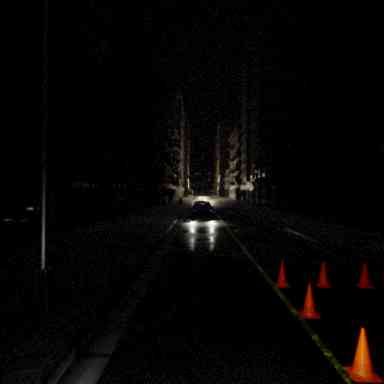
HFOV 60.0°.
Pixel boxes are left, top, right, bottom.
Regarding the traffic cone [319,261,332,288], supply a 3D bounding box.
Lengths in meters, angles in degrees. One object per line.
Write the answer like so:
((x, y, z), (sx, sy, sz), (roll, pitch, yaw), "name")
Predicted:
((3.206, 1.993, 8.126), (0.340, 0.580, 0.340), (1, 0, 1), "traffic cone")

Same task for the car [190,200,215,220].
((0.889, 1.485, 28.887), (1.882, 1.535, 5.008), (1, 0, 1), "car")

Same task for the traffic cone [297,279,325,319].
((2.167, 1.981, 6.146), (0.340, 0.580, 0.340), (1, 0, 1), "traffic cone")

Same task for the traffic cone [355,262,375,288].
((4.206, 2.005, 8.106), (0.340, 0.580, 0.340), (1, 0, 1), "traffic cone")

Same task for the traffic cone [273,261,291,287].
((2.206, 1.982, 8.145), (0.340, 0.580, 0.340), (1, 0, 1), "traffic cone")

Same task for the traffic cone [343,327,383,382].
((2.129, 1.980, 4.146), (0.340, 0.580, 0.340), (1, 0, 1), "traffic cone")
